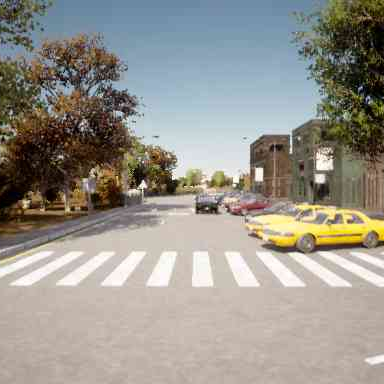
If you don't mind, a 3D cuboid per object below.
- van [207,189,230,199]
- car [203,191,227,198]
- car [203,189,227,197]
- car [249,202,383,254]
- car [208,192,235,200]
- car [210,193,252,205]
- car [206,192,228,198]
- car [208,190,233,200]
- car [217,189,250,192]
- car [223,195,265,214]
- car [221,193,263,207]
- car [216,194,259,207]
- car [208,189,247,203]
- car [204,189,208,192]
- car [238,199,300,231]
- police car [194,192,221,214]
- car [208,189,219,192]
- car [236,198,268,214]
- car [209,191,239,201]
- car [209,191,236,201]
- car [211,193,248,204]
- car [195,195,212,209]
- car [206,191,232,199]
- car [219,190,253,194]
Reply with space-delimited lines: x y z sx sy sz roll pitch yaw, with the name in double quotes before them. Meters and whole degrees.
"van" 5.790 0.433 72.904 4.442 1.987 1.878 1 0 -20
"car" 5.529 0.597 78.806 5.366 1.575 1.946 1 1 -20
"car" 5.745 0.294 84.895 5.566 2.045 2.435 1 0 -20
"car" 5.150 1.345 12.761 5.366 1.575 1.946 1 1 -20
"car" 5.628 0.784 63.851 4.674 1.452 2.002 1 1 -20
"car" 5.323 0.927 45.770 5.366 1.575 1.946 1 1 -20
"car" 5.698 0.670 75.864 4.674 1.452 2.002 1 1 -20
"car" 5.680 0.590 66.857 4.553 1.767 2.185 1 1 -20
"car" 5.466 0.913 36.836 4.553 1.767 2.185 1 1 -20
"car" 5.380 1.191 27.826 4.674 1.452 2.002 0 1 -20
"car" 5.367 1.142 30.817 4.792 1.488 2.163 1 1 -20
"car" 5.450 1.042 39.834 4.674 1.452 2.002 1 0 -20
"car" 5.519 0.614 51.825 5.566 2.045 2.435 1 1 -20
"car" 1.337 0.850 45.529 2.097 1.767 4.553 0 1 0
"car" 5.156 1.305 15.762 5.366 1.575 1.946 1 1 -20
"police car" 1.243 1.096 29.672 1.930 1.638 5.238 0 1 0
"car" 5.465 0.715 42.809 5.566 2.045 2.435 1 1 -20
"car" 5.347 1.271 18.826 4.892 1.521 2.231 1 1 -20
"car" 5.555 0.677 57.840 4.553 1.767 2.185 1 0 -20
"car" 5.576 0.647 60.841 4.553 1.767 2.185 1 0 -20
"car" 5.491 0.928 48.827 4.792 1.488 2.163 1 1 -20
"car" 1.301 1.095 39.563 1.837 1.490 4.892 0 1 0
"car" 5.656 0.686 69.861 5.008 1.535 2.097 1 0 -20
"car" 5.446 0.950 33.835 4.553 1.767 2.185 1 1 -20
